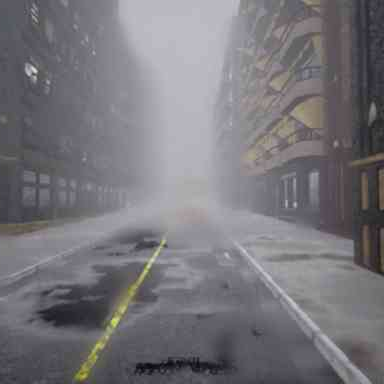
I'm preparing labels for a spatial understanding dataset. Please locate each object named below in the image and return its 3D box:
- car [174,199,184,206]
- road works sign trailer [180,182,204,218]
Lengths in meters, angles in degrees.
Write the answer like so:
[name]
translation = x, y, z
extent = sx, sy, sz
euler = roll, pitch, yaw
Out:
[car]
translation = -2.728, 2.146, 71.066
extent = 1.882, 1.535, 5.008
euler = 0, -1, 0
[road works sign trailer]
translation = 0.003, 0.786, 33.714
extent = 2.380, 3.560, 2.880
euler = 0, -1, 0
